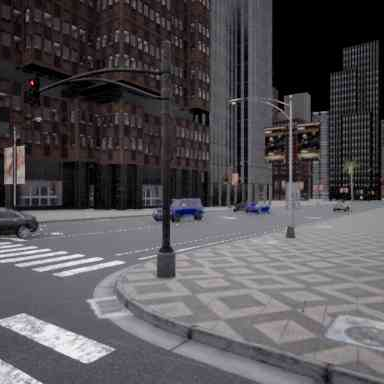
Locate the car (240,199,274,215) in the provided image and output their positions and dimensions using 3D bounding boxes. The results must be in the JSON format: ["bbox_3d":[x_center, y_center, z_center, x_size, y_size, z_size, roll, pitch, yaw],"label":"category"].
[{"bbox_3d":[8.598,2.089,43.180,1.882,1.535,5.008,0,-1,35],"label":"car"}]

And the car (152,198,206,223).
[{"bbox_3d":[-1.124,1.585,29.447,2.150,2.045,5.566,0,-1,35],"label":"car"}]

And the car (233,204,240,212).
[{"bbox_3d":[7.535,2.212,47.284,1.994,1.385,4.181,0,-1,36],"label":"car"}]

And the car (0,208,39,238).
[{"bbox_3d":[-10.203,1.643,16.575,1.837,1.490,4.892,0,-1,35],"label":"car"}]

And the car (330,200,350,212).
[{"bbox_3d":[24.184,2.430,53.688,2.033,1.411,5.357,0,-1,34],"label":"car"}]

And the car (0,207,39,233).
[{"bbox_3d":[-11.941,1.685,19.989,1.812,1.442,4.674,0,-1,37],"label":"car"}]

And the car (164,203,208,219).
[{"bbox_3d":[-0.553,1.990,35.887,2.033,1.411,5.357,0,-1,35],"label":"car"}]
